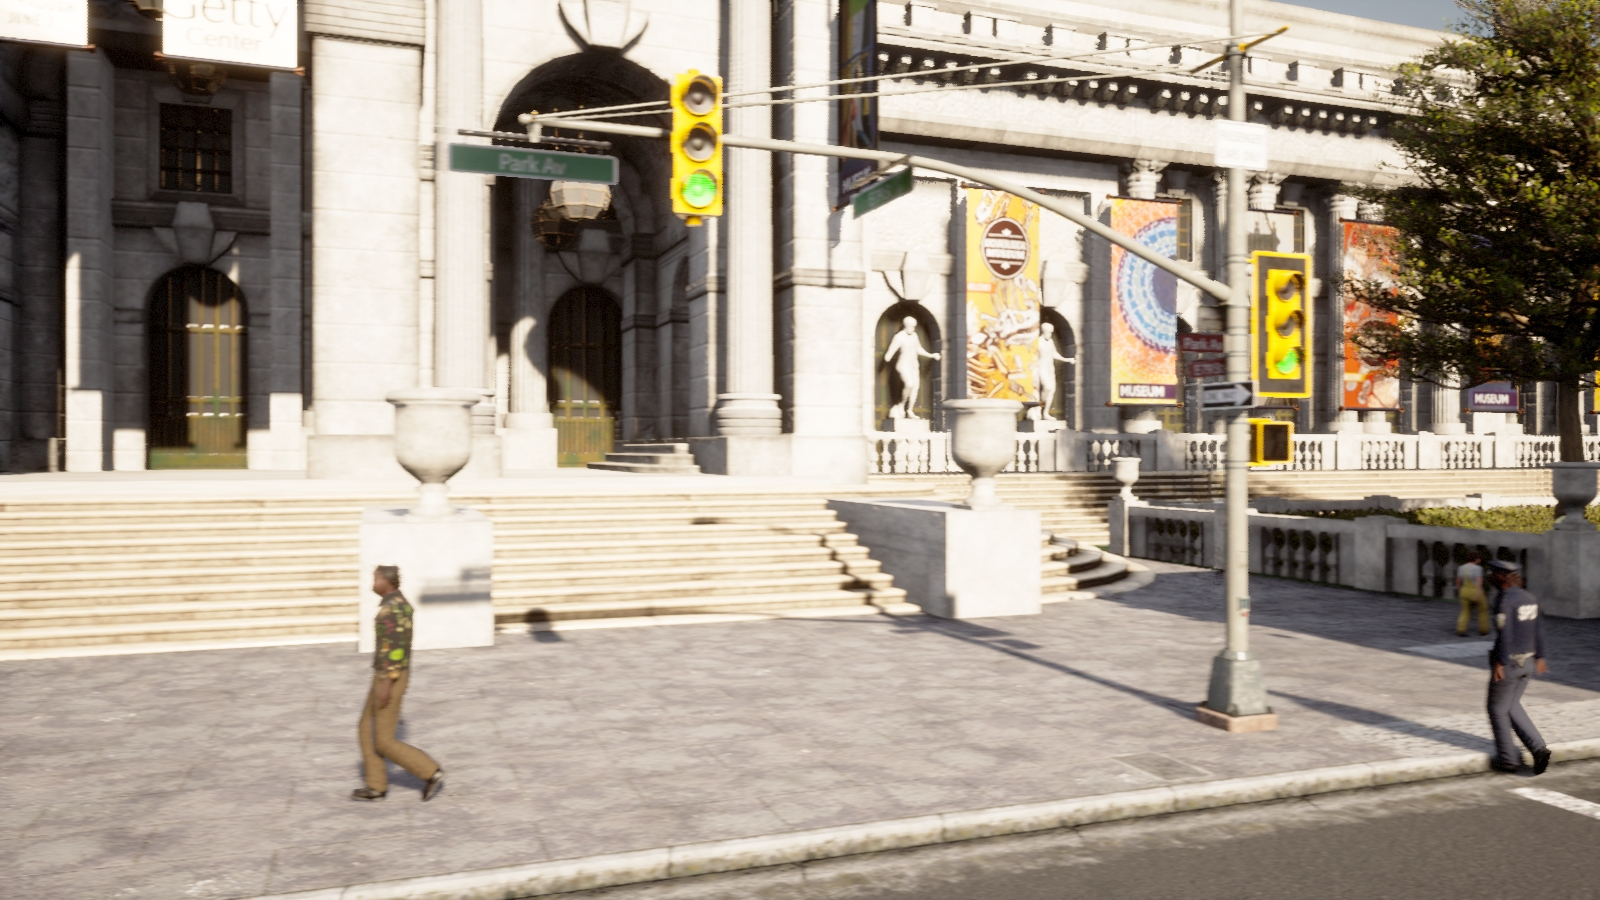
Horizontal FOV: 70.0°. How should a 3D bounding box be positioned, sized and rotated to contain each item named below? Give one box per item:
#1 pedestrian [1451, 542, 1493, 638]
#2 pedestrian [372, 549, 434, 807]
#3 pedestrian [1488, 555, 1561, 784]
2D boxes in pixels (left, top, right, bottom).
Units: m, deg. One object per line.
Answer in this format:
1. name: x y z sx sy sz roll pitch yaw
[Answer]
1. pedestrian: 9.528 1.976 16.206 0.375 1.300 0.375 0 0 -26
2. pedestrian: -2.988 1.696 8.619 0.375 1.860 0.375 0 0 -8
3. pedestrian: 6.169 1.845 9.737 0.375 1.860 0.375 0 0 -23
